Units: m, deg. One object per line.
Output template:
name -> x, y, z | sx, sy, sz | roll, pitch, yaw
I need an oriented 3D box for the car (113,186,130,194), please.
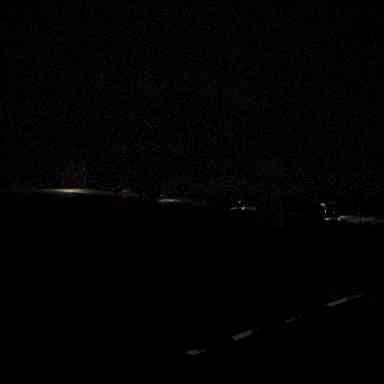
car -> -13.792, -0.498, 64.665 | 2.128, 1.511, 4.902 | -3, 4, -35

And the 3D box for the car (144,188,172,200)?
car -> -4.731, 0.245, 46.826 | 1.837, 1.490, 4.892 | -3, 4, -35

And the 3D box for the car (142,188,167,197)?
car -> -6.074, 0.005, 53.789 | 1.895, 1.301, 4.718 | -3, 4, -35

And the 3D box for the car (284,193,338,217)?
car -> 9.392, 0.898, 26.877 | 2.097, 1.767, 4.553 | -3, 4, -35

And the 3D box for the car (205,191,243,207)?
car -> 3.365, 0.689, 35.372 | 2.128, 1.511, 4.902 | -3, 4, -35
